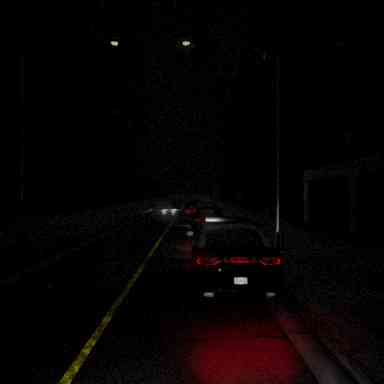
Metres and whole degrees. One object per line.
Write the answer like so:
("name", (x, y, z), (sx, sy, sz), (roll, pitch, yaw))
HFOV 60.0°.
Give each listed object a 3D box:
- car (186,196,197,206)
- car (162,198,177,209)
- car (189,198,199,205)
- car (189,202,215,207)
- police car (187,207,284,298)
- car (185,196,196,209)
("car", (-0.014, 1.517, 58.724), (1.882, 1.535, 5.008), (0, 0, 0))
("car", (-3.011, 1.576, 45.098), (2.033, 1.411, 5.357), (0, 0, 0))
("car", (0.894, 1.488, 24.590), (1.882, 1.535, 5.008), (0, 0, 0))
("car", (0.896, 1.533, 18.590), (1.812, 1.442, 4.674), (0, 0, 0))
("police car", (0.898, 1.427, 8.699), (1.930, 1.638, 5.238), (0, 0, 0))
("car", (0.006, 1.630, 45.997), (1.895, 1.301, 4.718), (0, 0, 1))
